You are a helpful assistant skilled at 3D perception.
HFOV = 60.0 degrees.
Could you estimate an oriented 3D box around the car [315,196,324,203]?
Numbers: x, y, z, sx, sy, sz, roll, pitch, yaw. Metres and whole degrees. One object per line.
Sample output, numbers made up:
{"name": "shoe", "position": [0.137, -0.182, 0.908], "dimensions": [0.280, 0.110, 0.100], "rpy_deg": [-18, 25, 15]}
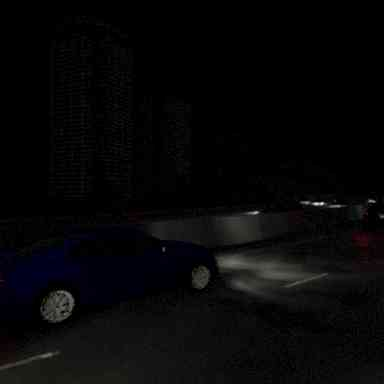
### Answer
{"name": "car", "position": [27.668, 1.581, 72.068], "dimensions": [2.128, 1.511, 4.902], "rpy_deg": [0, 0, 20]}

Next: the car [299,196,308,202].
{"name": "car", "position": [27.316, 1.615, 81.138], "dimensions": [1.895, 1.301, 4.718], "rpy_deg": [0, 0, 20]}

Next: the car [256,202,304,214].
{"name": "car", "position": [6.640, 1.623, 24.570], "dimensions": [1.895, 1.301, 4.718], "rpy_deg": [0, 0, 41]}

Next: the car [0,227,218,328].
{"name": "car", "position": [-1.652, 1.487, 7.127], "dimensions": [5.008, 1.535, 1.882], "rpy_deg": [0, 0, -37]}

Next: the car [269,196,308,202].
{"name": "car", "position": [10.163, 1.522, 34.632], "dimensions": [2.128, 1.511, 4.902], "rpy_deg": [0, 0, 35]}

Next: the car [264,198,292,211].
{"name": "car", "position": [10.926, 1.530, 42.170], "dimensions": [2.128, 1.511, 4.902], "rpy_deg": [0, 0, 31]}

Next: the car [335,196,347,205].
{"name": "car", "position": [26.947, 1.544, 60.182], "dimensions": [2.128, 1.511, 4.902], "rpy_deg": [0, 0, 21]}

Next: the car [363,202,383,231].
{"name": "car", "position": [11.732, 1.365, 19.589], "dimensions": [2.097, 1.767, 4.553], "rpy_deg": [0, 0, 42]}
